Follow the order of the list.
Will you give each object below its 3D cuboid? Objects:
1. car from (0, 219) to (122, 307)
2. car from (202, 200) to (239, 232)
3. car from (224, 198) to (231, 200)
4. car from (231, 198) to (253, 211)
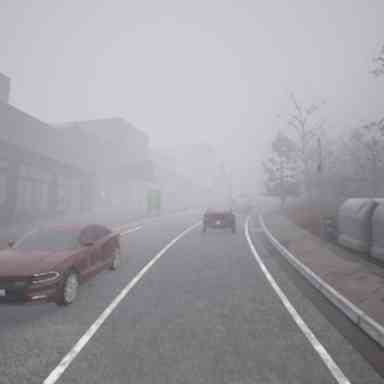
[{"bbox_3d":[-3.232,1.513,8.361,1.882,1.535,5.008,0,0,4],"label":"car"},{"bbox_3d":[1.792,1.530,20.694,1.882,1.535,5.008,-1,0,8],"label":"car"},{"bbox_3d":[5.635,1.664,50.256,2.128,1.511,4.902,-2,-1,21],"label":"car"},{"bbox_3d":[6.397,1.591,41.029,1.812,1.442,4.674,-2,0,17],"label":"car"}]
